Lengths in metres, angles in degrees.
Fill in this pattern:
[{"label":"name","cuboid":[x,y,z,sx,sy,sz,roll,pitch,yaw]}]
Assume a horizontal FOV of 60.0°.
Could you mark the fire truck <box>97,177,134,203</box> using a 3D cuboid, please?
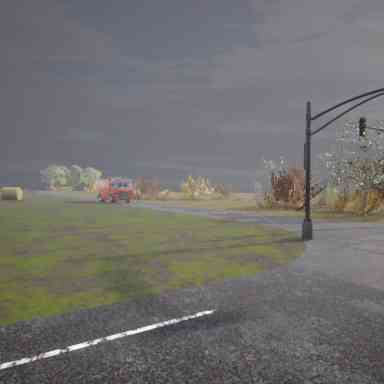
[{"label":"fire truck","cuboid":[-11.714,-0.355,50.067,2.891,3.827,8.468,1,0,-32]}]
